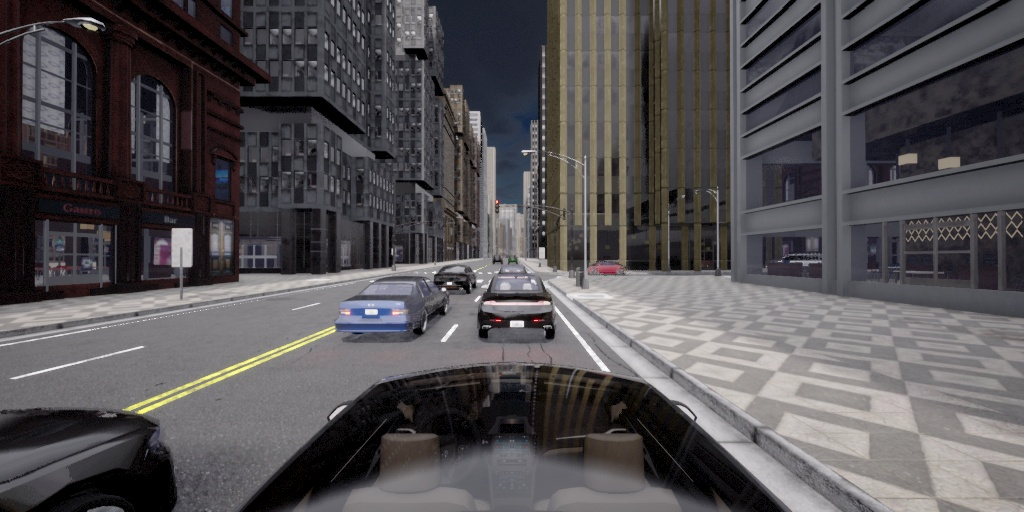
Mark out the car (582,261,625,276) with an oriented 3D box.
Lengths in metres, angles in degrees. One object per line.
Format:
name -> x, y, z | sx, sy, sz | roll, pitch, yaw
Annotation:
car -> 9.066, 1.219, 35.702 | 4.181, 1.385, 1.994 | 0, 0, -3

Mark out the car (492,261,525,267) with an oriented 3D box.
car -> 0.042, 1.225, 19.512 | 2.128, 1.511, 4.902 | 0, 0, 0

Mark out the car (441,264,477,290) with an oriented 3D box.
car -> -3.104, 1.210, 20.271 | 1.882, 1.535, 5.008 | 0, 0, 0

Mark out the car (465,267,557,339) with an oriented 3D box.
car -> 0.119, 1.237, 10.082 | 2.128, 1.511, 4.902 | 0, 0, 0

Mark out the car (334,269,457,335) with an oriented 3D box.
car -> -3.130, 1.293, 10.502 | 2.033, 1.411, 5.357 | 0, 0, 0

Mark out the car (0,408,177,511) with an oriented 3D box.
car -> -3.151, 1.240, 0.358 | 2.128, 1.511, 4.902 | 0, 0, 0

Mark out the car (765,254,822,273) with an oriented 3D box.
car -> 28.539, 0.795, 35.841 | 5.566, 2.045, 2.150 | 0, 0, 0
